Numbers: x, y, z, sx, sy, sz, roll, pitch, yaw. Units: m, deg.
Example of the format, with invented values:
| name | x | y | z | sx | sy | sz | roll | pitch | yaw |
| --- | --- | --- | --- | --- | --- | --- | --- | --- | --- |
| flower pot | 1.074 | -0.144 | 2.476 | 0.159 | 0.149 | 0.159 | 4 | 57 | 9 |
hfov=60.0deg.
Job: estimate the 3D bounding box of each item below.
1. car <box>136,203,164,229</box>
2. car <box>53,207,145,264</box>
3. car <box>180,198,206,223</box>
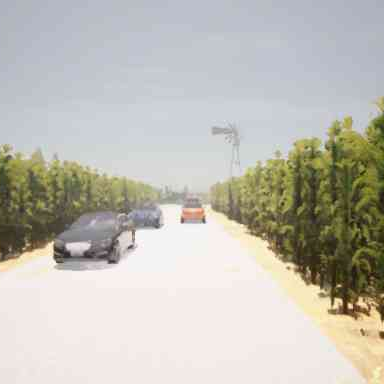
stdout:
| name | x | y | z | sx | sy | sz | roll | pitch | yaw |
| --- | --- | --- | --- | --- | --- | --- | --- | --- | --- |
| car | -3.164 | 1.554 | 23.357 | 2.097 | 1.767 | 4.553 | 0 | -1 | 1 |
| car | -3.193 | 1.472 | 11.711 | 2.128 | 1.511 | 4.902 | 0 | -1 | 0 |
| car | 0.099 | 1.650 | 28.748 | 2.097 | 1.767 | 4.553 | 0 | -1 | 0 |
